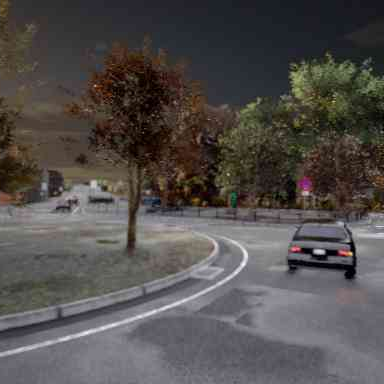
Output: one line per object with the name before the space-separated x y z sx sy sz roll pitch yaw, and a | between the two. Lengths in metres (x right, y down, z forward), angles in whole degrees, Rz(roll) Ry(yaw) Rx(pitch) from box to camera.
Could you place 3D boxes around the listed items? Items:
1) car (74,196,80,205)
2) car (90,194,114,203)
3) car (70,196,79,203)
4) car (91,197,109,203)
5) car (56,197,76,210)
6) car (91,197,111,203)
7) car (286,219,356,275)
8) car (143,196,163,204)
car | -25.025 1.927 69.685 1.882 1.535 5.008 1 -1 -17
car | -21.767 1.775 80.432 5.566 2.045 2.435 1 -1 -18
car | -28.871 1.875 82.013 1.837 1.490 4.892 1 -1 -17
car | -25.233 2.158 91.187 4.674 1.452 2.002 1 -1 -18
car | -17.880 1.772 46.583 2.033 1.411 5.357 1 -1 -16
car | -23.492 2.074 85.812 5.008 1.535 2.097 1 -1 -18
car | 4.250 1.591 10.820 2.033 1.411 5.357 1 0 23
car | -8.996 2.066 81.687 4.553 1.767 2.185 1 0 -18
